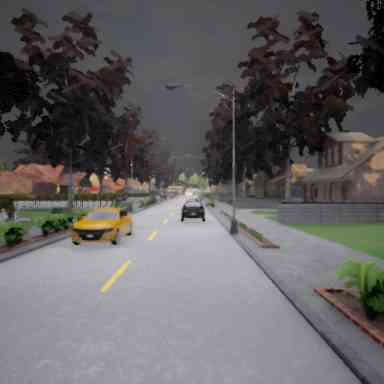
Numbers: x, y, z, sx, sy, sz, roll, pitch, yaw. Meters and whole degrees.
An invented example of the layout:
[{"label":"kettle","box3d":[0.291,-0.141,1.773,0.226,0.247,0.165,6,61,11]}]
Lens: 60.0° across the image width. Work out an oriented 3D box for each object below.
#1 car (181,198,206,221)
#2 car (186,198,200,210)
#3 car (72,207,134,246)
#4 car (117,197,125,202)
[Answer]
[{"label":"car","box3d":[0.103,1.479,27.412,1.882,1.535,5.008,0,0,0]},{"label":"car","box3d":[0.126,1.529,44.725,1.812,1.442,4.674,0,0,0]},{"label":"car","box3d":[-4.002,1.478,15.601,1.882,1.535,5.008,0,0,0]},{"label":"car","box3d":[-16.572,1.325,68.471,5.357,1.415,2.033,0,0,0]}]
